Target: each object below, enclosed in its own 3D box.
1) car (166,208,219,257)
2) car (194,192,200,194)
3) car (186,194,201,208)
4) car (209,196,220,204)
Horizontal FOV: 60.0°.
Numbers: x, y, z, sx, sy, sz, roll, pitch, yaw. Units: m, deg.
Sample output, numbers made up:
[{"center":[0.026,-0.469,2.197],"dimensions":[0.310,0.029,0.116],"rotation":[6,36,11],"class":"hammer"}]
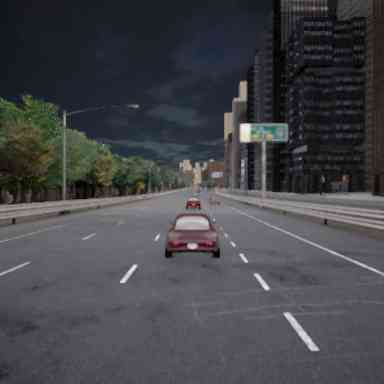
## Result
[{"center":[0.022,1.541,12.802],"dimensions":[1.812,1.442,4.674],"rotation":[0,0,0],"class":"car"},{"center":[0.714,1.298,81.459],"dimensions":[1.837,1.490,4.892],"rotation":[0,0,1],"class":"car"},{"center":[0.226,1.471,45.354],"dimensions":[1.882,1.535,5.008],"rotation":[0,0,1],"class":"car"},{"center":[3.986,1.491,59.782],"dimensions":[2.033,1.411,5.357],"rotation":[0,0,1],"class":"car"}]
